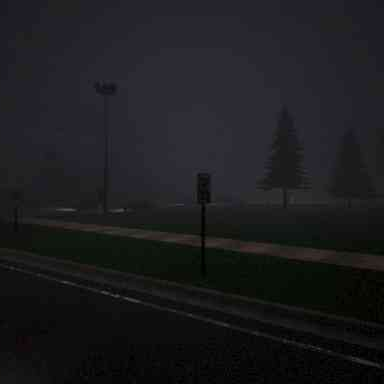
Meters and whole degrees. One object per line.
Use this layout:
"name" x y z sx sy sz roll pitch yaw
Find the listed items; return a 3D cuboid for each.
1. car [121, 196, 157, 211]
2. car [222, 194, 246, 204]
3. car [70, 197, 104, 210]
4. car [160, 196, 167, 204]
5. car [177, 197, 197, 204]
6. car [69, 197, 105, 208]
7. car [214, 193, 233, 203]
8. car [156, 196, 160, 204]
"car" -6.818 1.564 41.545 1.994 1.385 4.181 0 0 35
"car" 8.320 1.548 63.044 2.033 1.411 5.357 0 0 35
"car" -13.859 1.564 43.692 1.994 1.385 4.181 0 0 35
"car" -6.664 1.478 60.042 1.882 1.535 5.008 0 0 35
"car" -0.963 1.564 62.071 1.994 1.385 4.181 0 0 35
"car" -15.078 1.506 48.053 1.837 1.490 4.892 0 0 35
"car" 6.480 1.227 66.492 2.150 2.045 5.566 0 0 35
"car" -7.383 1.547 46.842 2.033 1.411 5.357 0 0 35
